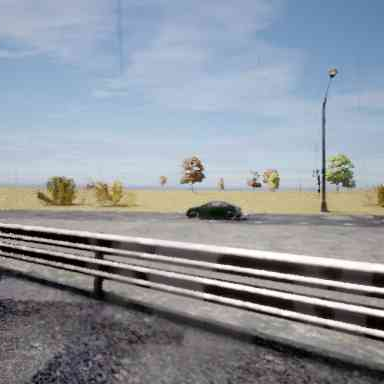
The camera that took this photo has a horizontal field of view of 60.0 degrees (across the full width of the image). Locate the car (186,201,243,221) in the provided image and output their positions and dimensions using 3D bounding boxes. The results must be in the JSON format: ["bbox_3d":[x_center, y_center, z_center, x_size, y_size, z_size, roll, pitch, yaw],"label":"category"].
[{"bbox_3d":[1.659,1.338,24.763,4.181,1.385,1.994,0,0,16],"label":"car"}]
